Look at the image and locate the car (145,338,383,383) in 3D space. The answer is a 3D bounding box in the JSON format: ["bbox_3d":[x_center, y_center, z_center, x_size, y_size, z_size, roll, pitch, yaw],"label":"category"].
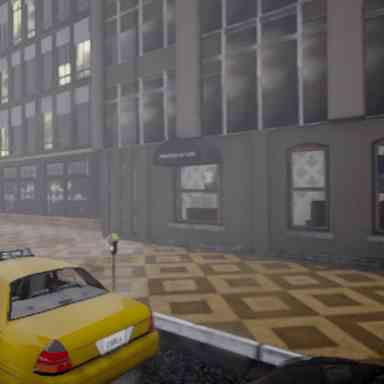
[{"bbox_3d":[2.066,1.572,1.423,4.313,1.339,1.947,1,-1,35],"label":"car"}]

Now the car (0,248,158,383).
[{"bbox_3d":[-2.686,1.488,4.786,4.829,1.417,1.752,1,-1,35],"label":"car"}]
